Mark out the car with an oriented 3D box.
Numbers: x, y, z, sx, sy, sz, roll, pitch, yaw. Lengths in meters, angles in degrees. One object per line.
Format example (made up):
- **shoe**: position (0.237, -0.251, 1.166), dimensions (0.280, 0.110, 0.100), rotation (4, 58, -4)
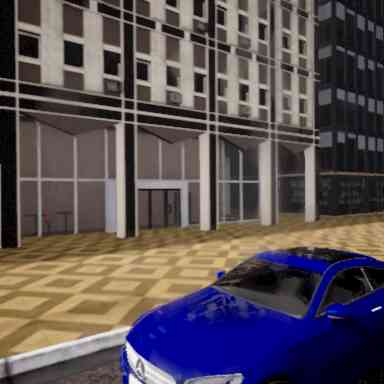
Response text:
- **car**: position (1.399, 1.524, 4.375), dimensions (4.674, 1.442, 1.812), rotation (0, 0, -36)
